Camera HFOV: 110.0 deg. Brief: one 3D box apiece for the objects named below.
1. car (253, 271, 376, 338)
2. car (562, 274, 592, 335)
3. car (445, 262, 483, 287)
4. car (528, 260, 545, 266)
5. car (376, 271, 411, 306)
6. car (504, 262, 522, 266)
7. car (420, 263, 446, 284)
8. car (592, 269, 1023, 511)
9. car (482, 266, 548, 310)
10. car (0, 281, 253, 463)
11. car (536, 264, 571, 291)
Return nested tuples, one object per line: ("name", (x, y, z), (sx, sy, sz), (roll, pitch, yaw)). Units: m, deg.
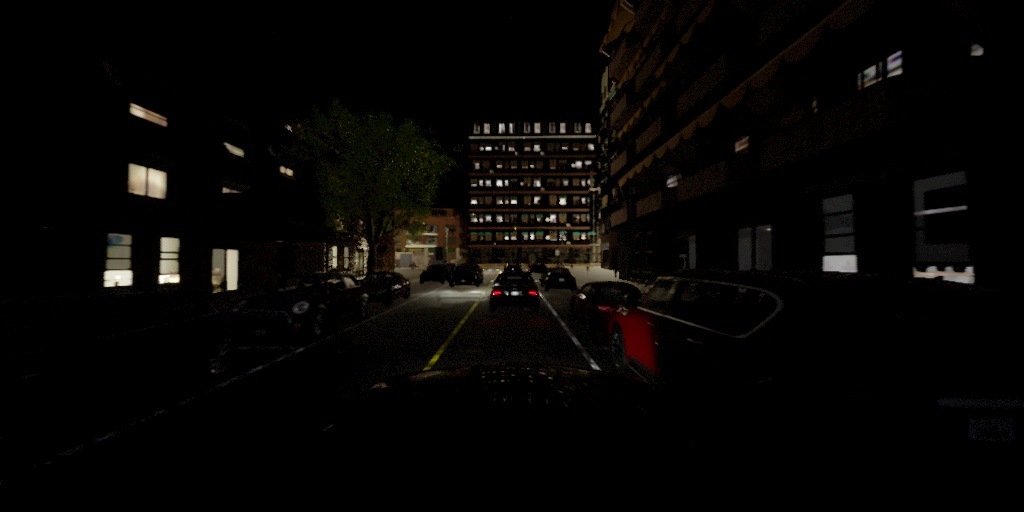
("car", (-5.659, 1.195, 10.039), (1.967, 1.591, 4.097), (0, 0, 0))
("car", (2.689, 1.337, 10.099), (1.802, 1.307, 4.207), (0, 0, 0))
("car", (-3.006, 1.272, 24.533), (1.882, 1.535, 5.008), (0, 0, 0))
("car", (2.729, 1.219, 38.529), (1.967, 1.591, 4.097), (0, 0, 0))
("car", (-5.660, 1.342, 15.725), (1.802, 1.307, 4.207), (0, 0, 0))
("car", (0.092, 1.343, 38.126), (1.994, 1.385, 4.181), (0, 0, 0))
("car", (-5.663, 1.335, 27.098), (1.948, 1.339, 4.313), (0, 0, 0))
("car", (2.690, 1.066, 4.413), (2.192, 1.841, 5.009), (0, 0, 0))
("car", (0.096, 1.306, 14.564), (2.033, 1.411, 5.357), (0, 0, 0))
("car", (-5.657, 1.192, 4.351), (1.967, 1.591, 4.097), (0, 0, 0))
("car", (2.686, 1.330, 21.472), (1.948, 1.339, 4.313), (0, 0, 0))
